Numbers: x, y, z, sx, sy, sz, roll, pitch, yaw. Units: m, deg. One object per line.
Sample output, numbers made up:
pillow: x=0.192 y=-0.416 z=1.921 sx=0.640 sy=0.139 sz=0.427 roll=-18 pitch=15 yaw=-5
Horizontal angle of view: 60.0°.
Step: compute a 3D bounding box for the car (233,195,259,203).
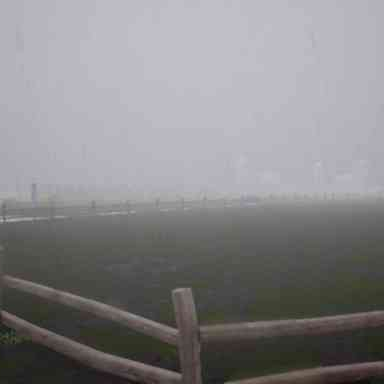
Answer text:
car: x=9.029 y=1.163 z=55.198 sx=5.357 sy=1.411 sz=2.033 roll=-1 pitch=1 yaw=-44
